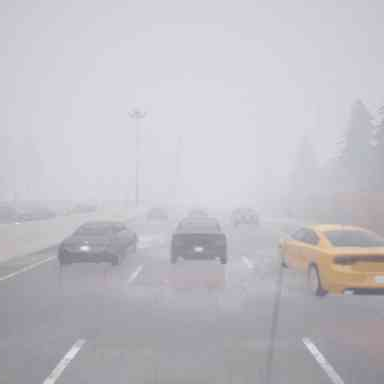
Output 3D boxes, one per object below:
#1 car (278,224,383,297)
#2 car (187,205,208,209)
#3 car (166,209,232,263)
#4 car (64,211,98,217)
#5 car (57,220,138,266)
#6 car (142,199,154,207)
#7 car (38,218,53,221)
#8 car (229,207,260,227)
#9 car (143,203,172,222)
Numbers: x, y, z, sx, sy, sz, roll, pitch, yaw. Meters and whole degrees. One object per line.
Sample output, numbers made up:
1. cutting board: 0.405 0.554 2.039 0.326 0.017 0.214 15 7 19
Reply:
1. car: 3.697 1.600 8.931 1.882 1.535 5.008 0 -1 1
2. car: 0.541 1.942 31.681 1.812 1.442 4.674 0 -1 1
3. car: 0.254 1.645 12.696 1.882 1.535 5.008 0 -1 1
4. car: -10.157 1.886 30.774 2.128 1.511 4.902 0 -1 1
5. car: -3.252 1.722 12.209 1.994 1.385 4.181 0 -1 1
6. car: -9.411 2.353 71.865 1.837 1.490 4.892 0 -1 1
7. car: -13.680 1.938 29.441 1.994 1.385 4.181 0 -1 1
8. car: 3.956 1.888 25.717 2.033 1.411 5.357 0 -1 1
9. car: -2.964 1.891 30.691 2.128 1.511 4.902 0 -1 1
